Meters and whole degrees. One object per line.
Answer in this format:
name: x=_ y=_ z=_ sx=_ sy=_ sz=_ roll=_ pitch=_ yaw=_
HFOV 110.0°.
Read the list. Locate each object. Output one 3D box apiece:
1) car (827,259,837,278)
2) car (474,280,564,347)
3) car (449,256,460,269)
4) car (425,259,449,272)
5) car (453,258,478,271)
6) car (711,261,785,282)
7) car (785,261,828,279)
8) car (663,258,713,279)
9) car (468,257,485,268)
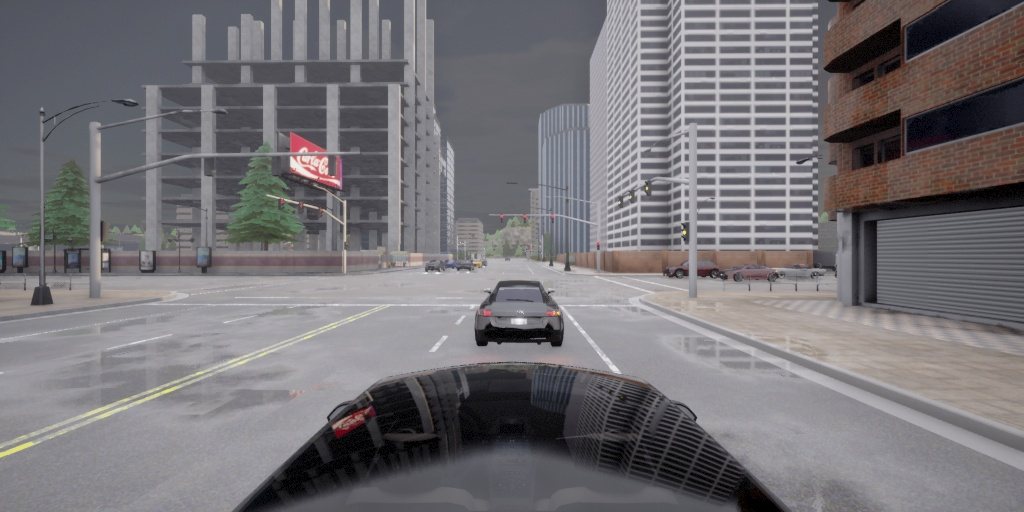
car: x=28.691 y=1.228 z=28.597 sx=5.008 sy=1.535 sz=1.882 roll=0 pitch=0 yaw=1
car: x=0.192 y=1.314 z=9.372 sx=1.994 sy=1.385 sz=4.181 roll=0 pitch=0 yaw=1
car: x=-9.641 y=1.227 z=55.685 sx=1.882 sy=1.535 sz=5.008 roll=0 pitch=0 yaw=1
car: x=-9.820 y=1.255 z=46.191 sx=1.837 sy=1.490 sz=4.892 roll=0 pitch=0 yaw=1
car: x=-6.269 y=1.297 z=49.073 sx=2.033 sy=1.411 sz=5.357 roll=0 pitch=0 yaw=1
car: x=18.805 y=1.314 z=28.738 sx=4.181 sy=1.385 sz=1.994 roll=0 pitch=0 yaw=1
car: x=25.074 y=1.351 z=32.153 sx=4.718 sy=1.301 sz=1.895 roll=0 pitch=0 yaw=1
car: x=16.081 y=1.102 z=32.273 sx=4.553 sy=1.767 sz=2.097 roll=0 pitch=0 yaw=1
car: x=-6.066 y=1.227 z=59.381 sx=1.882 sy=1.535 sz=5.008 roll=0 pitch=0 yaw=1
